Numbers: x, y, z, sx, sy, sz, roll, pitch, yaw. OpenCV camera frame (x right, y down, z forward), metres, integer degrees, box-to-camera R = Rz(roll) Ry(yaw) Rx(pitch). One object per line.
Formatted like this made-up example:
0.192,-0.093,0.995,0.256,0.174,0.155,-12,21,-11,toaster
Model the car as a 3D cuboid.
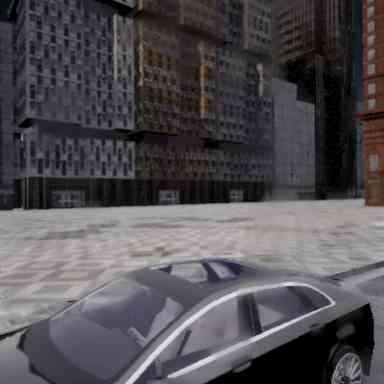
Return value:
-0.123,1.509,3.161,4.902,1.511,2.128,0,0,-37,car
